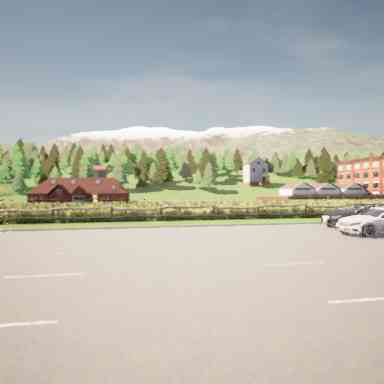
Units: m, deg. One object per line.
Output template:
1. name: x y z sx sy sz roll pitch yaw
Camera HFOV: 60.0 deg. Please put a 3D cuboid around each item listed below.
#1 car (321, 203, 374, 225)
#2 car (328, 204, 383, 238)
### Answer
1. car: 10.518 1.463 20.693 4.902 1.511 2.128 0 0 -10
2. car: 9.752 1.495 16.987 4.674 1.442 1.812 0 0 -10
